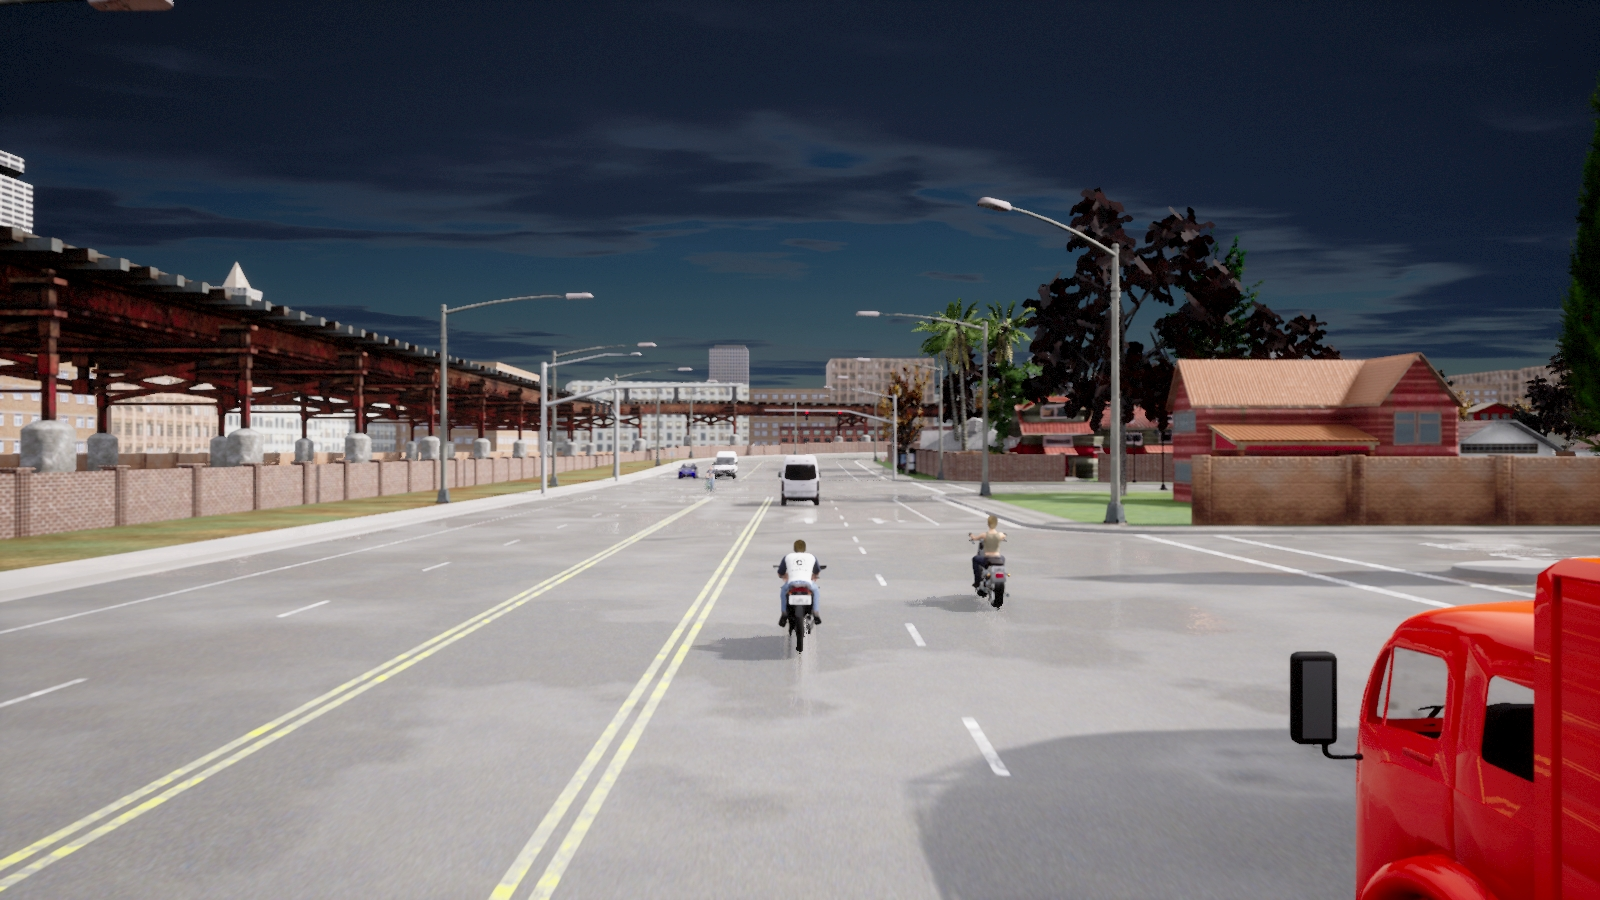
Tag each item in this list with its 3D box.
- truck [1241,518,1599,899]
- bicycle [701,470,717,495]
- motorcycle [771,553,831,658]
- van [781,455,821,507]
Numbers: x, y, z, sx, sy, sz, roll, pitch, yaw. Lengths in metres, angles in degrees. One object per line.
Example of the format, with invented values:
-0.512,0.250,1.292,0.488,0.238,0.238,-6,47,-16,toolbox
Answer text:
3.498,1.569,3.050,2.627,2.467,5.204,0,0,0,truck
-5.846,2.071,73.601,0.373,1.521,1.643,1,1,21,bicycle
0.016,2.180,16.389,0.803,1.224,2.033,0,0,0,motorcycle
-0.005,1.557,59.759,1.988,2.561,5.915,0,0,-1,van
